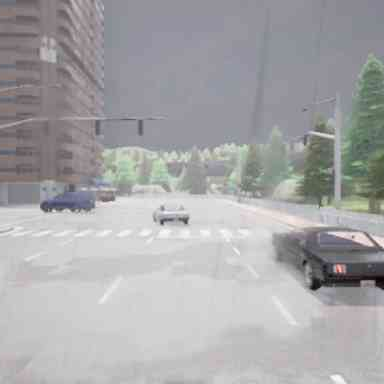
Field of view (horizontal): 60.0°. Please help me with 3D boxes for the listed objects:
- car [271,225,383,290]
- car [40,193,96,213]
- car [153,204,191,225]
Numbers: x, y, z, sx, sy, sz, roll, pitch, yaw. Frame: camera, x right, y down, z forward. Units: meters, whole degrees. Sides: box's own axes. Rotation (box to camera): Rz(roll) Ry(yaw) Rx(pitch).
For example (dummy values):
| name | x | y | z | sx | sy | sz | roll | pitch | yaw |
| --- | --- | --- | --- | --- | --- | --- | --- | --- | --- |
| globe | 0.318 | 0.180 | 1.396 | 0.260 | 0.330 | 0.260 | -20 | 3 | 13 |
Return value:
| name | x | y | z | sx | sy | sz | roll | pitch | yaw |
| --- | --- | --- | --- | --- | --- | --- | --- | --- | --- |
| car | 3.504 | 1.541 | 8.856 | 1.895 | 1.301 | 4.718 | 0 | 0 | 0 |
| car | -12.627 | 1.083 | 33.928 | 5.566 | 2.045 | 2.150 | 0 | 0 | 13 |
| car | -1.553 | 1.473 | 23.009 | 1.895 | 1.301 | 4.718 | 0 | 0 | -15 |
